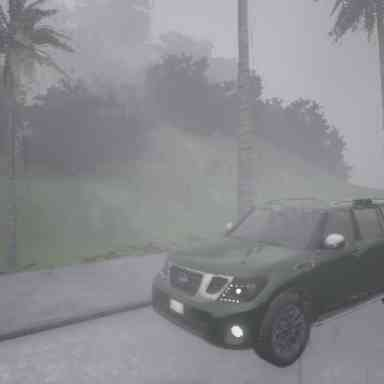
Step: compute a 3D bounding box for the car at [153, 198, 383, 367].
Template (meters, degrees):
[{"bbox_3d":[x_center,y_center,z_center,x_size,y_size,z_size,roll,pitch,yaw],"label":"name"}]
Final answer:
[{"bbox_3d":[2.044,1.153,6.061,5.566,2.045,2.150,-1,0,-35],"label":"car"}]
